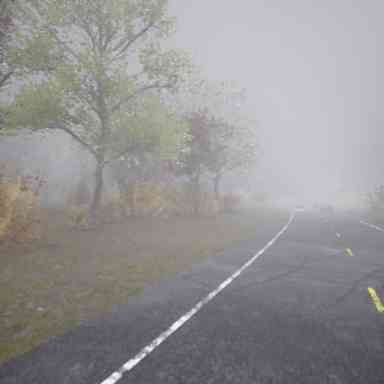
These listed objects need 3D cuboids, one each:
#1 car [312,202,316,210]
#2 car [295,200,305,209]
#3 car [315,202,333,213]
[{"bbox_3d":[26.079,2.910,68.978,1.837,1.490,4.892,1,-1,16],"label":"car"},{"bbox_3d":[23.200,2.968,71.639,1.895,1.301,4.718,1,-1,16],"label":"car"},{"bbox_3d":[22.138,2.661,54.989,2.128,1.511,4.902,1,-1,16],"label":"car"}]
